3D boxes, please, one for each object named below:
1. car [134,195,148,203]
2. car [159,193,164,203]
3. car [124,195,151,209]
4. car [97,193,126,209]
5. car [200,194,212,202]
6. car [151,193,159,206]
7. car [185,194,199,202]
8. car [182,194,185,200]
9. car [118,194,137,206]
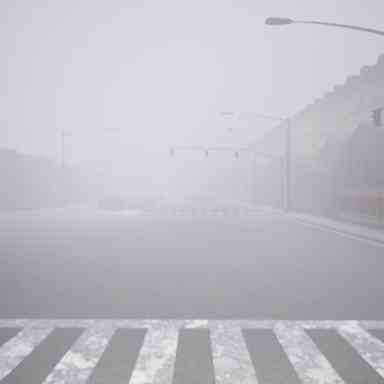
[{"bbox_3d":[-10.547,1.447,68.943,2.128,1.511,4.902,0,0,0],"label":"car"},{"bbox_3d":[-7.048,1.146,69.490,2.150,2.045,5.566,0,0,0],"label":"car"},{"bbox_3d":[-7.108,1.442,43.828,2.128,1.511,4.902,0,0,0],"label":"car"},{"bbox_3d":[-10.595,1.172,43.579,2.150,2.045,5.566,0,0,2],"label":"car"},{"bbox_3d":[3.417,1.463,74.236,1.994,1.385,4.181,0,0,-3],"label":"car"},{"bbox_3d":[-7.105,1.293,54.628,2.097,1.767,4.553,0,0,0],"label":"car"},{"bbox_3d":[-0.068,1.408,72.912,1.837,1.490,4.892,0,0,-3],"label":"car"},{"bbox_3d":[-1.235,1.278,83.002,1.837,1.490,4.892,0,0,-17],"label":"car"},{"bbox_3d":[-10.598,1.290,55.007,2.097,1.767,4.553,0,0,0],"label":"car"}]
